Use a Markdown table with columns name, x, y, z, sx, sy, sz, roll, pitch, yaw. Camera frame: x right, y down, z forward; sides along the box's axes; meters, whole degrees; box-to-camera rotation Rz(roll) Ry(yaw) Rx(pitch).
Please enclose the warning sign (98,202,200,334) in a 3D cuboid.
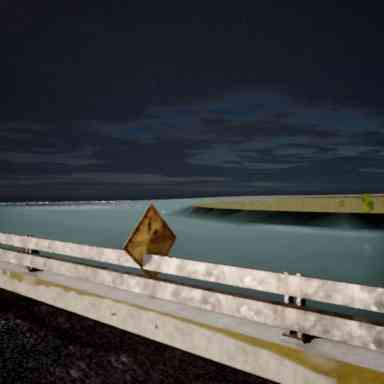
| name | x | y | z | sx | sy | sz | roll | pitch | yaw |
| --- | --- | --- | --- | --- | --- | --- | --- | --- | --- |
| warning sign | -0.696 | 1.125 | 5.641 | 1.060 | 1.860 | 1.300 | -1 | 0 | 36 |
